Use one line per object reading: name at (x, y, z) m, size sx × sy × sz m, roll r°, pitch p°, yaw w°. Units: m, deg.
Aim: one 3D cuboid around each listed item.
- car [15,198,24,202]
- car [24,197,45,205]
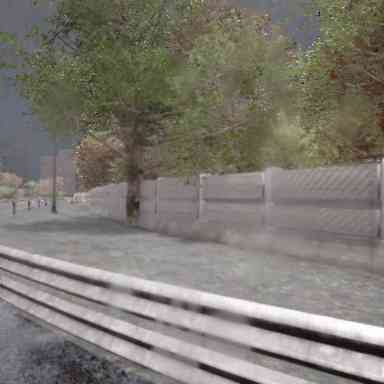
car at (-35.205, 1.903, 68.835) m, size 1.882 × 1.535 × 5.008 m, roll 1°, pitch -1°, yaw -18°
car at (-30.294, 1.747, 64.159) m, size 2.097 × 1.767 × 4.553 m, roll 1°, pitch -1°, yaw -18°
